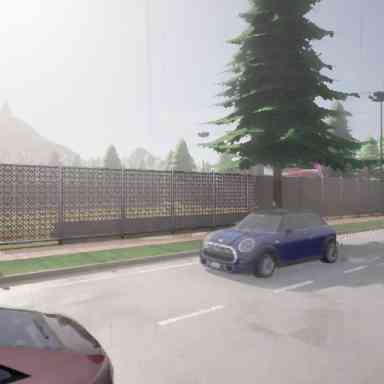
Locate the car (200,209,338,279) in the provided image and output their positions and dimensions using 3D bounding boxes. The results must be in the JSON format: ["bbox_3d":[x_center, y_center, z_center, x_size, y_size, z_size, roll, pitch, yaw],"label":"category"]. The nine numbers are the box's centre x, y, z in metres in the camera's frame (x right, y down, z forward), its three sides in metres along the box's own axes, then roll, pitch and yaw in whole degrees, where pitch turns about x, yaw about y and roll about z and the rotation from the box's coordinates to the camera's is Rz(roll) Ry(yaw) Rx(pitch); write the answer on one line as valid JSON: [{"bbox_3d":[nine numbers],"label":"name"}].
[{"bbox_3d":[2.433,1.351,10.195,4.553,1.767,2.097,0,0,-36],"label":"car"}]

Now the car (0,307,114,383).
[{"bbox_3d":[-2.592,1.564,2.068,4.181,1.385,1.994,0,0,-37],"label":"car"}]
